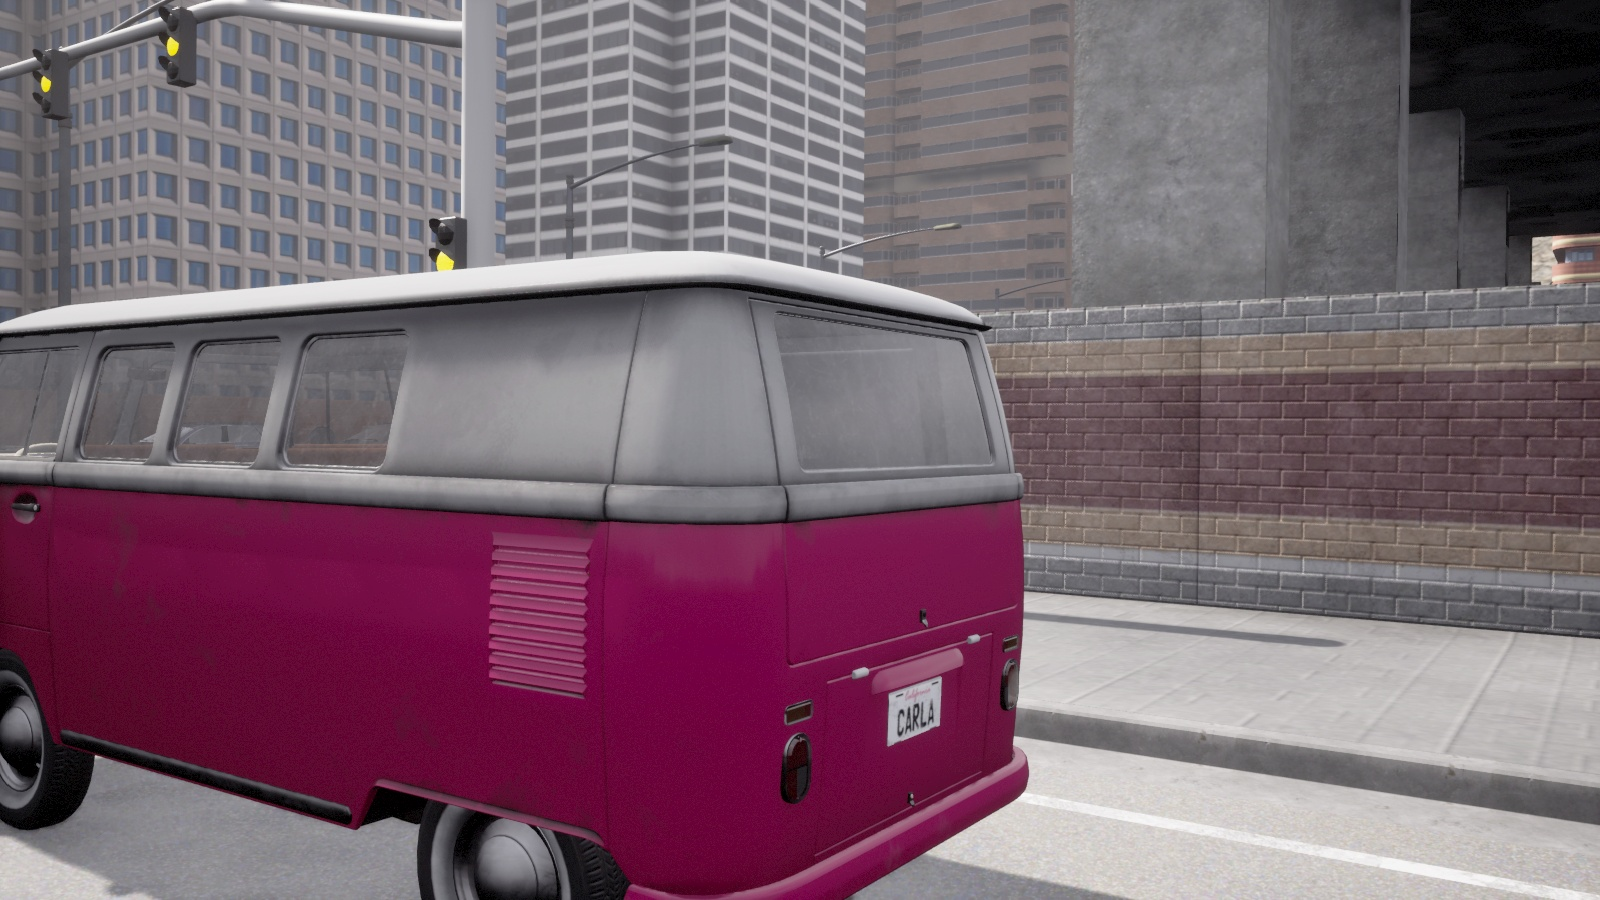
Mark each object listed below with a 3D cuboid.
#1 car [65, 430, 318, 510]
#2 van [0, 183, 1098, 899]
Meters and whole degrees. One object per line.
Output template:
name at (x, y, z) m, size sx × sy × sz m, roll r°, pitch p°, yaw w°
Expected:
car at (-13.873, 0.392, 28.947) m, size 2.033 × 1.649 × 4.856 m, roll 0°, pitch 1°, yaw 34°
van at (-1.387, 0.435, 4.539) m, size 4.442 × 1.987 × 1.775 m, roll 0°, pitch 1°, yaw 34°
